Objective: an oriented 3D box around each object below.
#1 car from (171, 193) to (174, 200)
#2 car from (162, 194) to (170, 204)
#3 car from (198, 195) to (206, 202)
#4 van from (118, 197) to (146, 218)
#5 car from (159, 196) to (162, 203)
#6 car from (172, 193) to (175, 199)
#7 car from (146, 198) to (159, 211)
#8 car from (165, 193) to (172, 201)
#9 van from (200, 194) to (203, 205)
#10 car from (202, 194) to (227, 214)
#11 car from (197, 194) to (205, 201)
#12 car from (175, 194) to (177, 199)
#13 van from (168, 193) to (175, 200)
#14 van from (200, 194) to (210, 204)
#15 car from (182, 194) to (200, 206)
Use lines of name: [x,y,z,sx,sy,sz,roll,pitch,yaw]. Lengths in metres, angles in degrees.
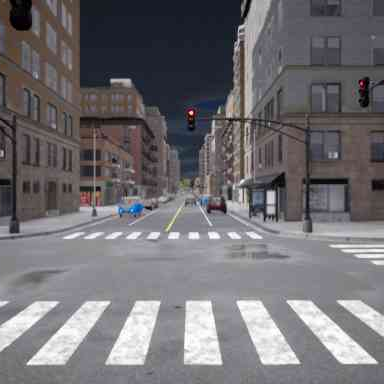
car: [-5.710,1.527,73.213,1.947,1.339,4.313,0,0,0]
car: [-5.665,1.493,62.231,1.752,1.417,4.829,0,0,0]
car: [2.327,1.483,78.825,1.752,1.417,4.829,0,0,0]
van: [-5.534,1.326,29.963,1.690,1.788,3.998,0,0,0]
car: [-5.600,1.521,46.182,1.887,1.381,4.507,0,0,0]
car: [-5.732,1.273,78.619,2.192,1.841,5.009,0,0,0]
car: [-5.578,1.546,40.776,1.947,1.339,4.313,0,0,0]
car: [-5.688,1.515,67.807,2.008,1.369,4.403,0,0,0]
van: [2.470,1.315,51.624,1.690,1.788,3.998,0,0,0]
car: [2.555,1.298,35.406,2.192,1.841,5.009,0,0,0]
car: [2.300,1.395,84.061,1.967,1.590,4.097,0,0,0]
car: [-5.776,1.533,89.432,1.802,1.307,4.206,0,0,0]
van: [-5.798,1.289,94.838,1.690,1.788,3.998,0,0,0]
van: [2.413,1.308,62.437,1.690,1.788,3.998,0,0,0]
car: [-0.183,1.463,55.105,2.128,1.511,4.902,0,0,0]
